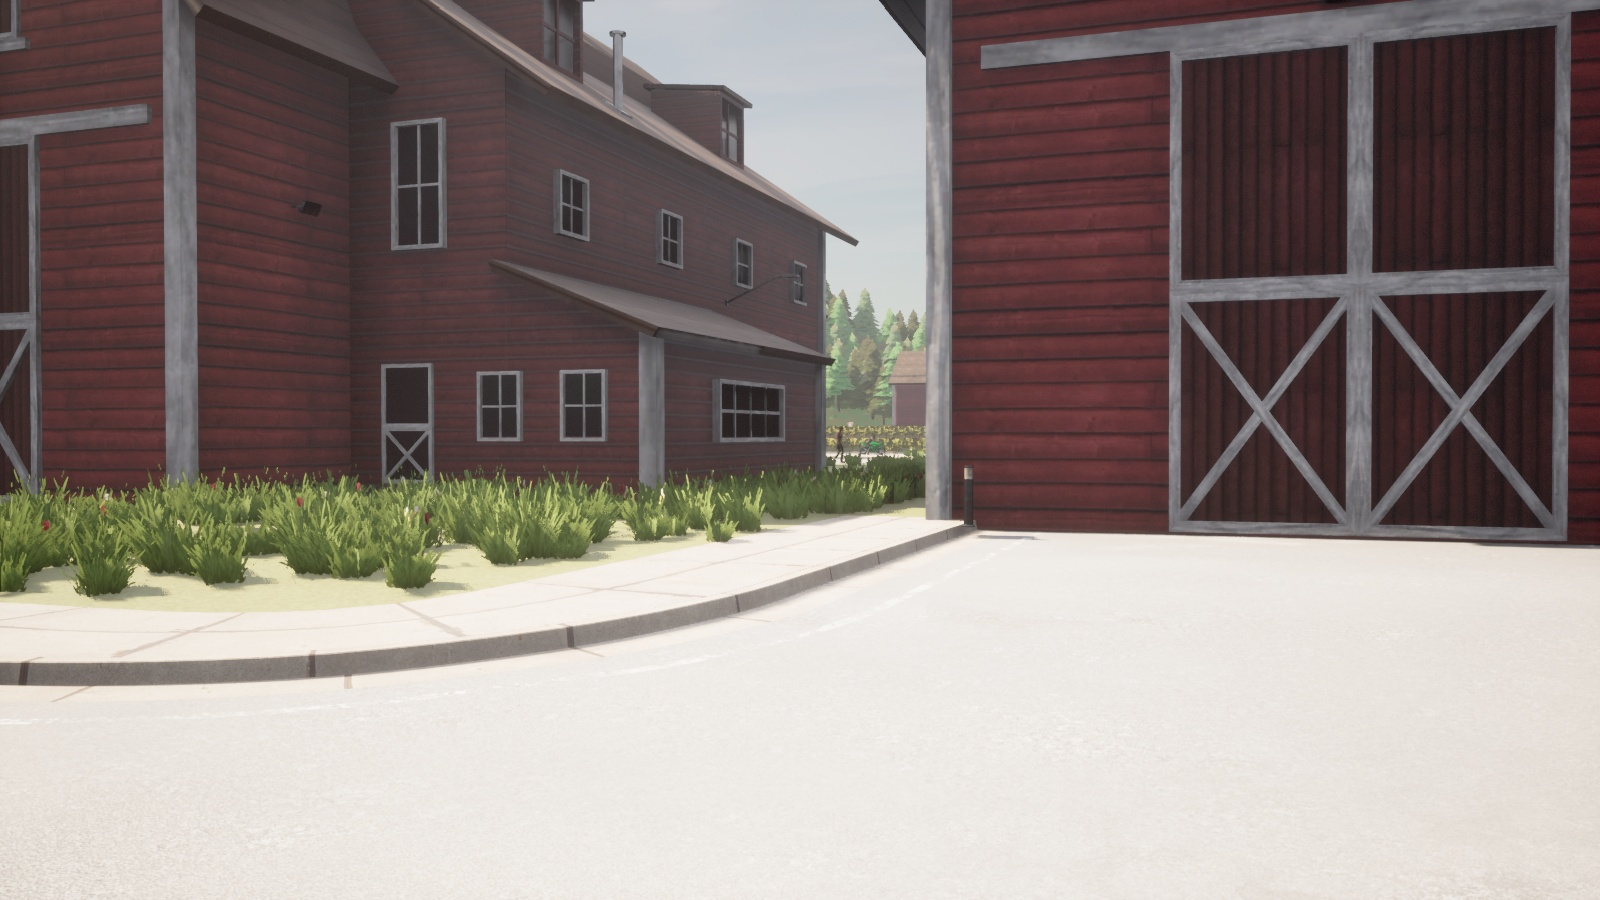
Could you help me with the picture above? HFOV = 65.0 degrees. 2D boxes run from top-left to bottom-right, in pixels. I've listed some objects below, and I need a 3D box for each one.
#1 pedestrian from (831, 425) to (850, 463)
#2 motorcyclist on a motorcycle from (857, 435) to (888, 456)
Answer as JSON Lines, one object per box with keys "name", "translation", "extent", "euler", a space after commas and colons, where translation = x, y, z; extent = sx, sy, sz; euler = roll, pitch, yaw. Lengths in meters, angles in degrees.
{"name": "pedestrian", "translation": [1.927, -0.278, 60.158], "extent": [0.869, 1.805, 0.328], "euler": [1, 1, 35]}
{"name": "motorcyclist on a motorcycle", "translation": [5.280, -0.348, 91.460], "extent": [2.044, 1.523, 0.797], "euler": [1, 1, 19]}
